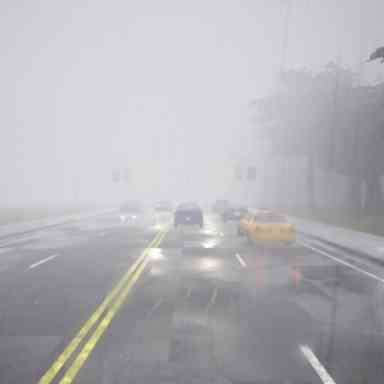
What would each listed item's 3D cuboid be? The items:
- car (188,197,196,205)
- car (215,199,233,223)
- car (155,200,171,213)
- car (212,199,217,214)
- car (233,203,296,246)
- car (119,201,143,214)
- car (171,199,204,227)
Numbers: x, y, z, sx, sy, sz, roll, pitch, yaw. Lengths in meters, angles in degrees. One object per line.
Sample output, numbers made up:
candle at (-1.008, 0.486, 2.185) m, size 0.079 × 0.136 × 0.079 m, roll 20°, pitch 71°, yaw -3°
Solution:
car at (-0.004, 1.999, 74.485) m, size 1.882 × 1.535 × 5.008 m, roll 0°, pitch -1°, yaw 0°
car at (3.249, 1.577, 26.321) m, size 2.163 × 1.488 × 4.792 m, roll 0°, pitch 0°, yaw 0°
car at (-3.350, 1.710, 40.253) m, size 2.033 × 1.411 × 5.357 m, roll 0°, pitch 0°, yaw 0°
car at (3.248, 1.572, 37.296) m, size 2.033 × 1.649 × 4.856 m, roll 0°, pitch 0°, yaw 0°
car at (3.250, 1.489, 15.477) m, size 1.801 × 1.575 × 5.366 m, roll 0°, pitch 0°, yaw 0°
car at (-6.599, 1.697, 36.215) m, size 1.994 × 1.385 × 4.181 m, roll 0°, pitch 0°, yaw 0°
car at (-0.186, 1.537, 23.345) m, size 1.882 × 1.535 × 5.008 m, roll 0°, pitch 0°, yaw 1°
